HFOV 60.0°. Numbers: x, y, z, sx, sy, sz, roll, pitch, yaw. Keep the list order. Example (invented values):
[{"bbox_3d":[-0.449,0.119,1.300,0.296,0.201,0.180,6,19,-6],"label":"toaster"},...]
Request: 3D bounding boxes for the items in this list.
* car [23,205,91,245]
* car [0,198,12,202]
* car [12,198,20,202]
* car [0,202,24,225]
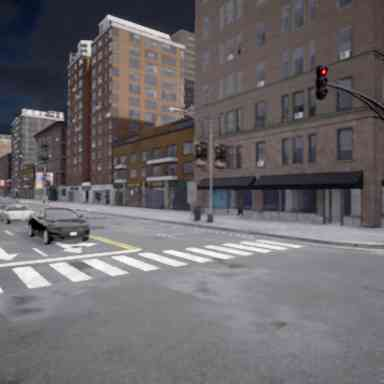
[{"bbox_3d":[-6.563,1.516,16.243,1.882,1.535,5.008,0,0,-37],"label":"car"},{"bbox_3d":[-20.953,1.547,35.566,1.837,1.490,4.892,0,0,-36],"label":"car"},{"bbox_3d":[-26.149,1.612,48.255,2.033,1.411,5.357,0,0,-37],"label":"car"},{"bbox_3d":[-13.127,1.646,25.053,1.895,1.301,4.718,0,0,-37],"label":"car"}]
